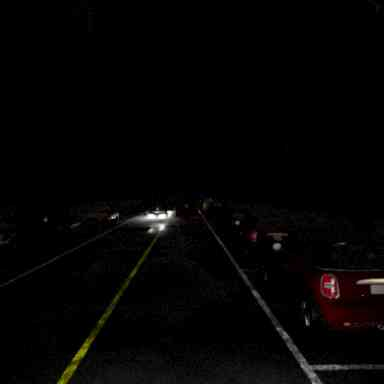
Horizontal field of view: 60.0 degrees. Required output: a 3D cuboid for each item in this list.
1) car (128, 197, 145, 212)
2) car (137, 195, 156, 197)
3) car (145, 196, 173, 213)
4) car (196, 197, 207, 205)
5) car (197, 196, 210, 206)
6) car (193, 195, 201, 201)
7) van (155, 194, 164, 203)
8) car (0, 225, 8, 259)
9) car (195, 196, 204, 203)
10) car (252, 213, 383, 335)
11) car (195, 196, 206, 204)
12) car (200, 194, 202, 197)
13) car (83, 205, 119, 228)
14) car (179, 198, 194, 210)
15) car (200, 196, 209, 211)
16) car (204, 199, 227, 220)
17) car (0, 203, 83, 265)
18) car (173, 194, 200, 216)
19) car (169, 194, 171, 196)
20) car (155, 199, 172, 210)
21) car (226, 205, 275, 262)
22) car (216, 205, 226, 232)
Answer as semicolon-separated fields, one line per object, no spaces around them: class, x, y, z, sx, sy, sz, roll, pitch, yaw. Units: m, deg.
car;-6.421;1.632;39.135;1.802;1.307;4.206;-1;0;-1
car;-6.519;1.370;44.560;2.192;1.841;5.009;-1;0;-1
car;-3.618;1.525;36.981;2.128;1.511;4.902;0;0;-1
car;1.721;1.572;60.973;1.887;1.381;4.507;-1;0;-1
car;1.816;1.461;55.548;1.967;1.590;4.097;-1;0;-1
car;1.247;1.625;88.094;1.947;1.339;4.313;-1;0;-1
van;-6.994;1.429;71.687;1.690;1.788;3.998;-1;0;-1
car;-5.850;1.599;6.584;1.947;1.339;4.313;-1;0;-1
car;1.529;1.567;71.991;1.752;1.417;4.829;-1;0;-1
car;2.672;1.427;6.731;1.967;1.590;4.097;-1;0;-1
car;1.627;1.585;66.396;2.008;1.369;4.403;-1;0;-1
car;1.911;1.455;50.124;1.967;1.590;4.097;-1;0;-1
car;-6.133;1.565;22.690;1.752;1.417;4.829;-1;0;-1
car;-0.742;1.589;44.947;1.994;1.385;4.181;0;0;-1
car;2.099;1.530;39.446;1.752;1.417;4.829;-1;0;-1
car;2.293;1.541;28.427;1.887;1.381;4.507;-1;0;-1
car;-5.948;1.350;12.009;2.192;1.841;5.009;-1;0;-1
car;-0.532;1.366;33.528;2.097;1.767;4.553;0;0;-1
car;-7.277;1.687;87.963;1.802;1.307;4.206;-1;0;-1
car;-3.753;1.693;44.750;1.895;1.301;4.718;0;0;-1
car;2.577;1.429;12.155;1.967;1.590;4.097;-1;0;-1
car;2.483;1.573;17.579;1.802;1.307;4.206;-1;0;-1
